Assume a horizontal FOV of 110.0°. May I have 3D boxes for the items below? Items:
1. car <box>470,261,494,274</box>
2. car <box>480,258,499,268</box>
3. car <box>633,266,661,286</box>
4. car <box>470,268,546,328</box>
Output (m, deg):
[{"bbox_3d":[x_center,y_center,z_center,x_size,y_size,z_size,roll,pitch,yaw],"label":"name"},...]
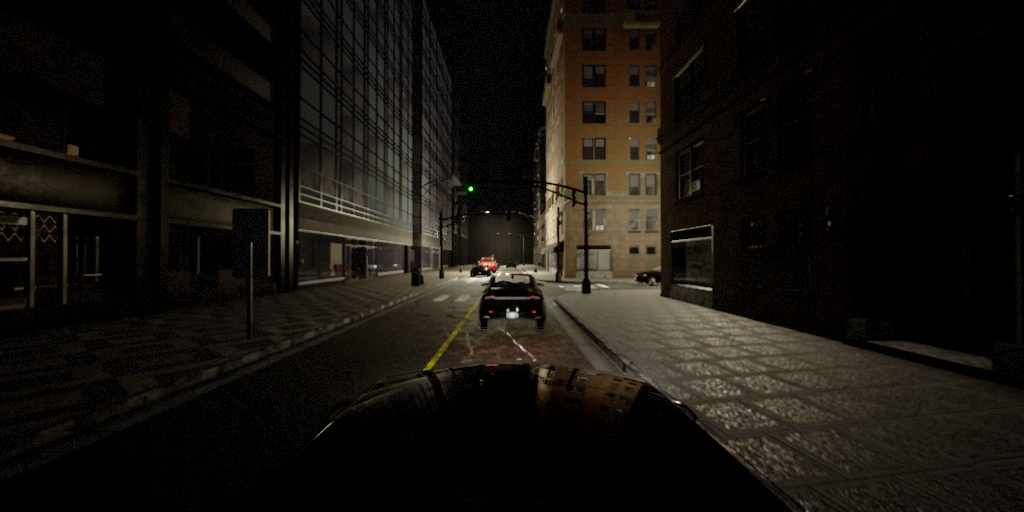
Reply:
[{"bbox_3d":[-3.222,1.525,37.685,1.994,1.385,4.181,0,0,0],"label":"car"},{"bbox_3d":[-3.248,1.235,47.106,2.150,2.045,5.566,0,0,0],"label":"car"},{"bbox_3d":[11.248,1.352,25.649,4.902,1.511,2.128,0,0,0],"label":"car"},{"bbox_3d":[0.018,1.304,11.610,2.128,1.511,4.902,0,0,0],"label":"car"}]
